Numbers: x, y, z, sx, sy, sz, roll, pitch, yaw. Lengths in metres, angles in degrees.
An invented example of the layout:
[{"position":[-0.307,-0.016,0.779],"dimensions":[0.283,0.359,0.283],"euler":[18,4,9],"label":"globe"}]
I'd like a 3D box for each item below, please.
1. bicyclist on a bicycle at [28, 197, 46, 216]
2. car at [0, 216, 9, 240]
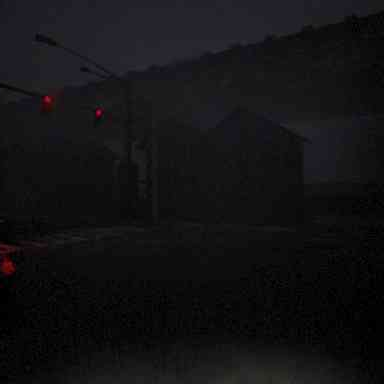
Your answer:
[{"position":[-13.517,1.289,29.018],"dimensions":[0.582,1.620,1.656],"euler":[0,1,33],"label":"bicyclist on a bicycle"},{"position":[-10.646,1.525,15.870],"dimensions":[4.902,1.511,2.128],"euler":[0,0,36],"label":"car"}]
